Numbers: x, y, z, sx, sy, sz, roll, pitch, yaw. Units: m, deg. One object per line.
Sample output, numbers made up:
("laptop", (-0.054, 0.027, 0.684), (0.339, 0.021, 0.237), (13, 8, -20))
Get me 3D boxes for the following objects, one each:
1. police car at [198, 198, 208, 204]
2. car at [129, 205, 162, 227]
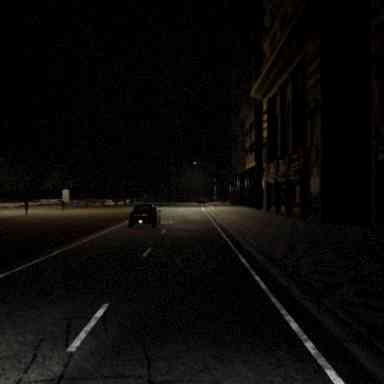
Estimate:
("police car", (2.697, 2.484, 91.283), (1.930, 1.638, 5.238), (0, -1, 5))
("car", (-3.392, 1.712, 24.347), (1.837, 1.490, 4.892), (0, -1, 0))
